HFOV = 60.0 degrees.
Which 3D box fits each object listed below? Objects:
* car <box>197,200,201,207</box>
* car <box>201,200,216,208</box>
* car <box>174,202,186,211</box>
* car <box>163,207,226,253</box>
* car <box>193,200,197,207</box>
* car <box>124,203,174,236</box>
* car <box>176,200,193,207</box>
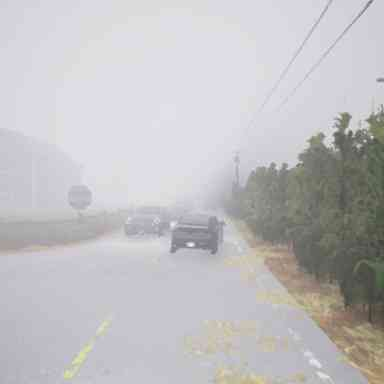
[{"bbox_3d":[0.859,2.275,64.923,4.674,1.442,1.812,-1,-1,41],"label":"car"},{"bbox_3d":[2.844,2.081,52.161,1.882,1.535,5.008,0,-1,3],"label":"car"},{"bbox_3d":[-1.948,1.906,29.718,1.994,1.385,4.181,0,-1,4],"label":"car"},{"bbox_3d":[0.320,1.676,14.531,1.837,1.490,4.892,2,0,9],"label":"car"},{"bbox_3d":[-0.653,2.080,49.945,1.837,1.490,4.892,0,-1,4],"label":"car"},{"bbox_3d":[-2.550,1.580,19.920,2.097,1.767,4.553,0,-1,3],"label":"car"},{"bbox_3d":[-1.315,1.810,39.771,2.097,1.767,4.553,0,-1,3],"label":"car"}]
